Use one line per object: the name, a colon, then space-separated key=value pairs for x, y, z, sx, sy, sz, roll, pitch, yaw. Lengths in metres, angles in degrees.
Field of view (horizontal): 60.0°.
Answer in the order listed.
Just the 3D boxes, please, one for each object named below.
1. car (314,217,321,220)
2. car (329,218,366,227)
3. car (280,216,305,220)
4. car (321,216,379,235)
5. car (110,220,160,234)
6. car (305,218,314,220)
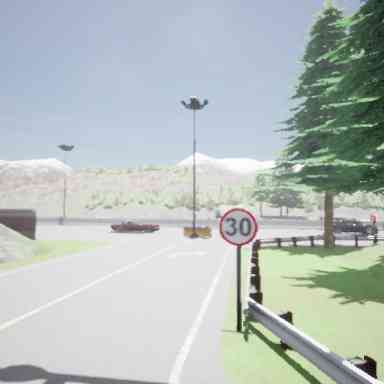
car: x=20.191 y=4.295 z=47.020 sx=4.674 sy=1.442 sz=1.812 roll=0 pitch=-3 yaw=10
car: x=23.342 y=4.553 z=50.038 sx=4.718 sy=1.301 sz=1.895 roll=0 pitch=-3 yaw=10
car: x=17.420 y=4.890 z=58.143 sx=5.357 sy=1.411 sz=2.033 roll=0 pitch=-3 yaw=10
car: x=15.965 y=3.518 z=33.372 sx=4.892 sy=1.490 sz=1.837 roll=0 pitch=-3 yaw=10
car: x=-5.658 y=3.474 z=33.514 sx=4.718 sy=1.301 sz=1.895 roll=0 pitch=-3 yaw=10
car: x=21.385 y=4.670 z=53.908 sx=4.674 sy=1.442 sz=1.812 roll=0 pitch=-3 yaw=10
